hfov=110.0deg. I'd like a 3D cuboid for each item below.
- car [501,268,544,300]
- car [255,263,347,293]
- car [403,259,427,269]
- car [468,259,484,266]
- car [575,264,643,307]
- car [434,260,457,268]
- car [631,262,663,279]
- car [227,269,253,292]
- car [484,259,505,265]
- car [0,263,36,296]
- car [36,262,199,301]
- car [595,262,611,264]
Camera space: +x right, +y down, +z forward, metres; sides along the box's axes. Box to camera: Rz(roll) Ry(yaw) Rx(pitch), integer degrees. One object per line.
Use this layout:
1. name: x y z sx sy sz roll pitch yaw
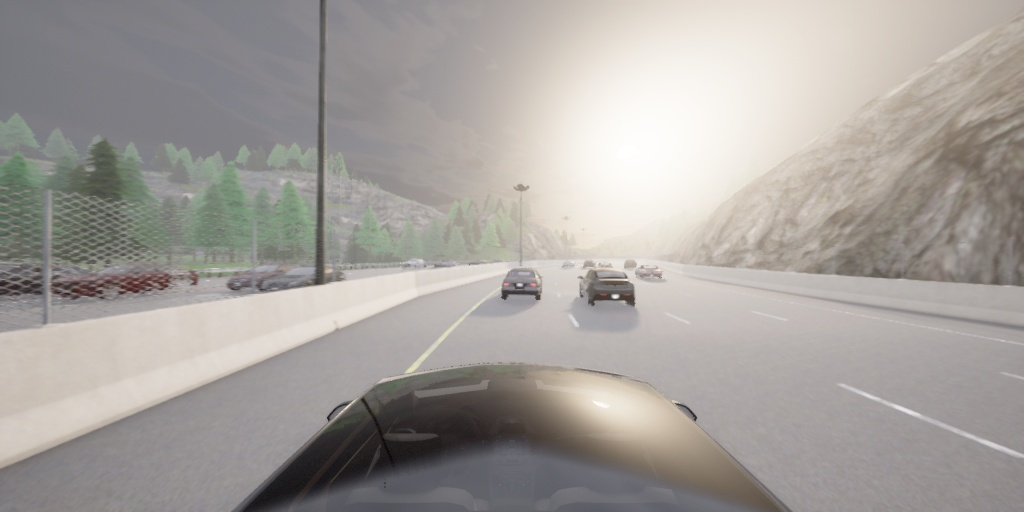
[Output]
1. car: 0.585 1.303 17.955 2.033 1.411 5.357 1 0 6
2. car: -9.955 1.165 17.675 1.812 1.442 4.674 1 0 5
3. car: -14.608 1.111 54.315 1.812 1.442 4.674 1 0 14
4. car: -5.671 1.233 60.614 2.033 1.411 5.357 1 0 17
5. car: 4.112 1.298 15.996 1.837 1.490 4.892 0 0 5
6. car: -10.487 1.233 56.338 1.895 1.301 4.718 1 0 15
7. car: 13.235 1.493 35.006 1.895 1.301 4.718 1 0 11
8. car: -13.283 1.129 19.961 1.812 1.442 4.674 1 0 5
9. car: -2.481 1.228 59.001 1.837 1.490 4.892 1 0 16
10. car: -20.652 1.029 14.872 1.837 1.490 4.892 1 0 3
11. car: -17.072 1.039 16.217 1.882 1.535 5.008 1 0 4
12. car: 12.539 1.485 48.301 1.895 1.301 4.718 1 0 15
